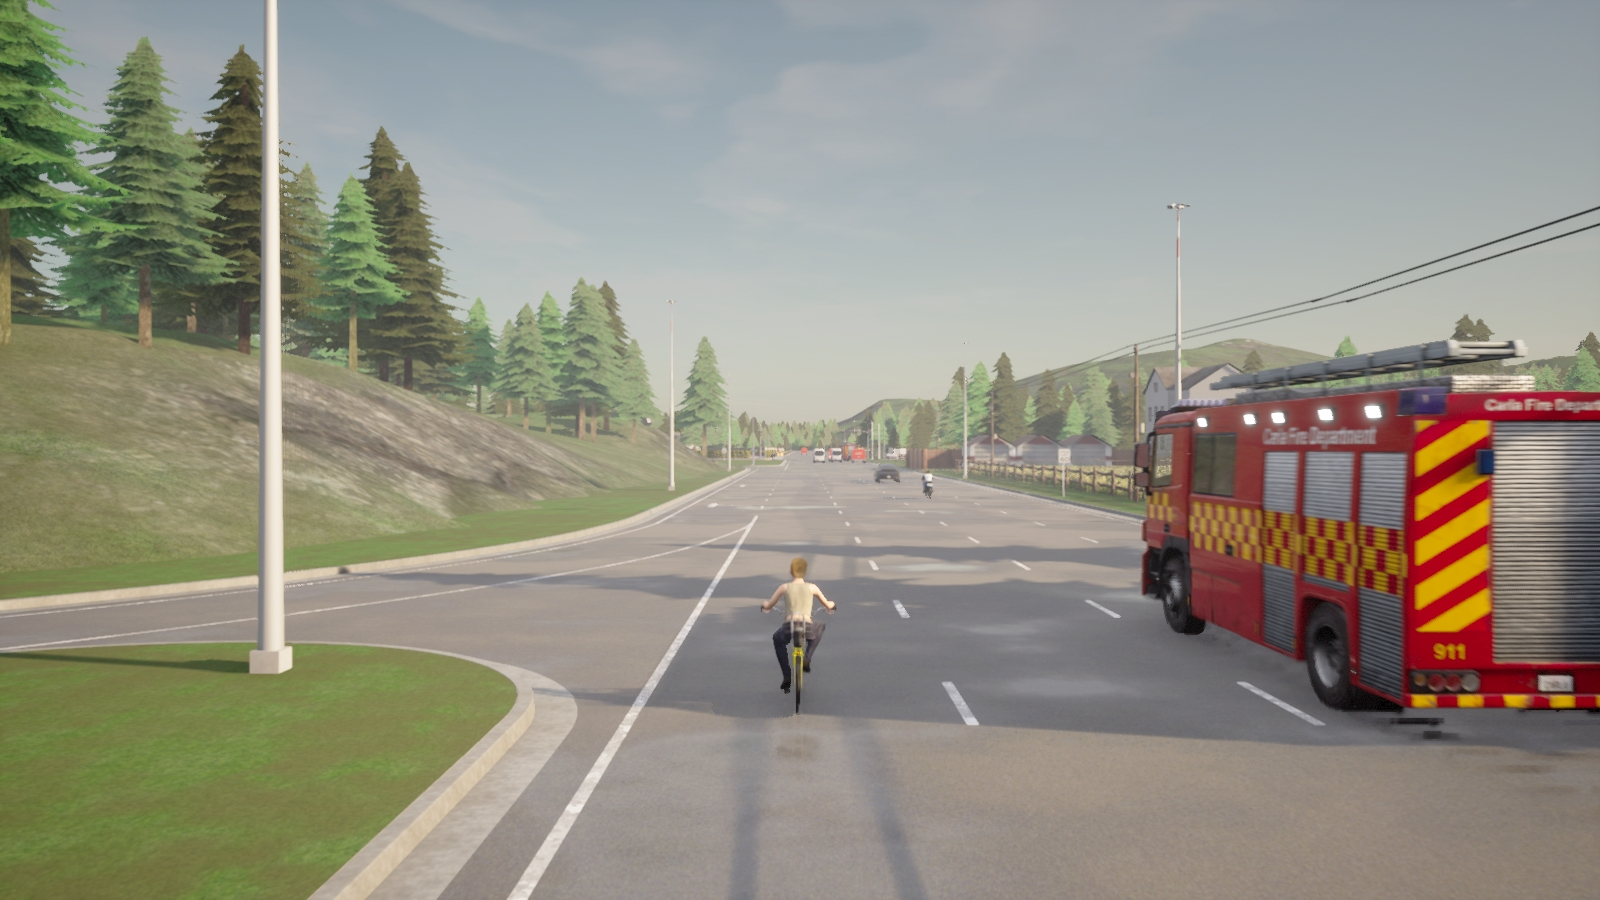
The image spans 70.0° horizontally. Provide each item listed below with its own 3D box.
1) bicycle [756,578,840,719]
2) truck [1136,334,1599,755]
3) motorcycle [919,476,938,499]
[{"bbox_3d":[-0.017,2.124,12.472,0.859,1.276,1.487,0,0,0],"label":"bicycle"},{"bbox_3d":[7.003,0.851,14.630,2.891,3.827,8.468,0,0,0],"label":"truck"},{"bbox_3d":[6.989,2.031,62.351,0.803,1.199,2.033,0,0,0],"label":"motorcycle"}]
